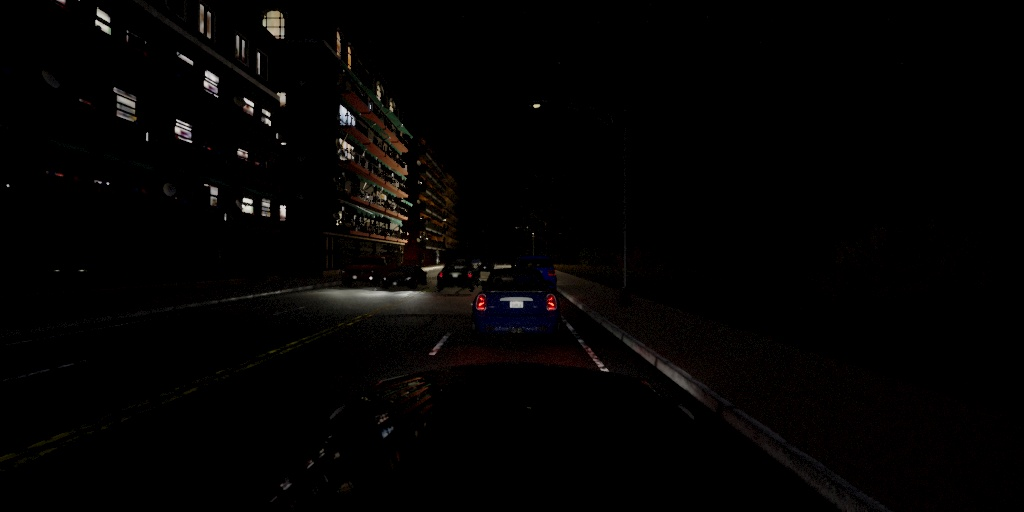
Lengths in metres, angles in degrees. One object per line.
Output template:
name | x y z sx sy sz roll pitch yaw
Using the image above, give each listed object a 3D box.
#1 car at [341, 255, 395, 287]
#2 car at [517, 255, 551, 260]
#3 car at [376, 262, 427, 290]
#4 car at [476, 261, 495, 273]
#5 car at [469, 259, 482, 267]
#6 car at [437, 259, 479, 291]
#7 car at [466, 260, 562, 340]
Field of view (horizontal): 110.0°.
car | -9.846 0.974 25.221 2.150 2.045 5.566 0 0 0
car | 1.139 0.977 19.683 2.150 2.045 5.566 0 0 0
car | -6.597 1.278 22.492 1.812 1.442 4.674 0 0 0
car | -3.143 1.315 43.659 1.994 1.385 4.181 0 0 0
car | -6.536 1.275 64.947 1.812 1.442 4.674 0 0 0
car | -3.145 1.106 21.893 2.097 1.767 4.553 0 0 0
car | 0.098 1.103 10.109 2.097 1.767 4.553 0 0 0
